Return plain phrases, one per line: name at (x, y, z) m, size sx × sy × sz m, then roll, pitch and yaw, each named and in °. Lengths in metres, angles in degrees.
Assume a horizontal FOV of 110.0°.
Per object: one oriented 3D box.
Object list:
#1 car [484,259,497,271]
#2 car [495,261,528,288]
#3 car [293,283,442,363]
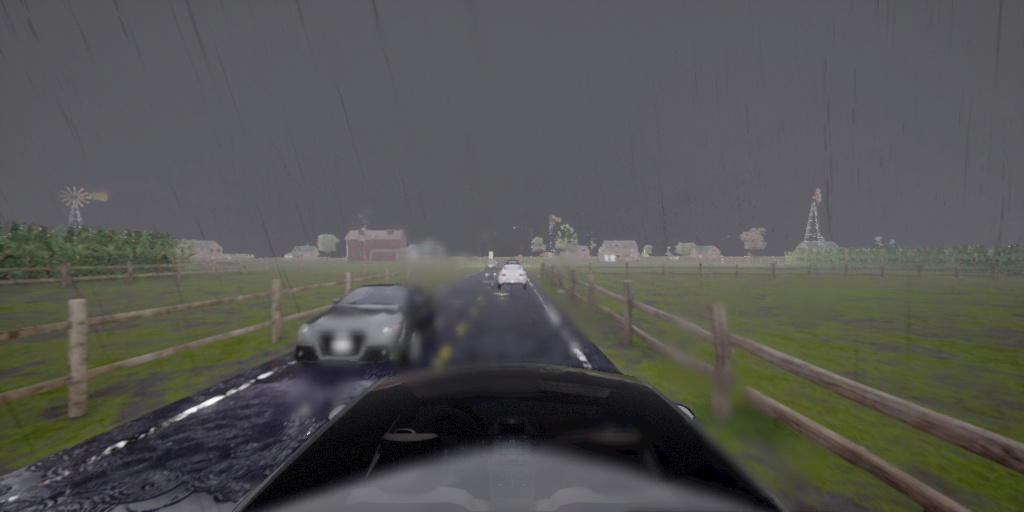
car at (-2.818, 1.231, 50.102) m, size 2.128 × 1.511 × 4.902 m, roll 0°, pitch 0°, yaw 0°
car at (0.050, 1.273, 23.553) m, size 1.812 × 1.442 × 4.674 m, roll 0°, pitch 0°, yaw 1°
car at (-2.844, 1.314, 7.998) m, size 1.994 × 1.385 × 4.181 m, roll 0°, pitch 0°, yaw 0°
